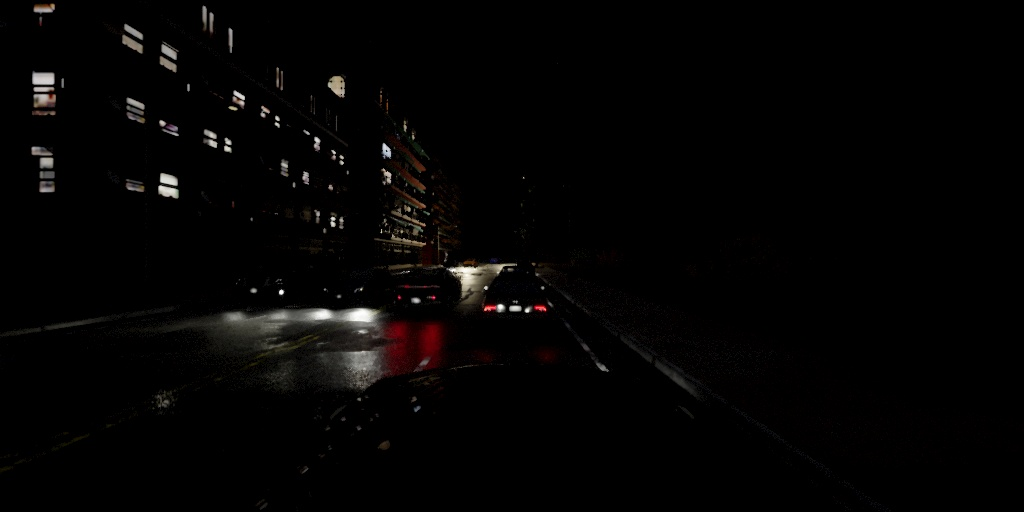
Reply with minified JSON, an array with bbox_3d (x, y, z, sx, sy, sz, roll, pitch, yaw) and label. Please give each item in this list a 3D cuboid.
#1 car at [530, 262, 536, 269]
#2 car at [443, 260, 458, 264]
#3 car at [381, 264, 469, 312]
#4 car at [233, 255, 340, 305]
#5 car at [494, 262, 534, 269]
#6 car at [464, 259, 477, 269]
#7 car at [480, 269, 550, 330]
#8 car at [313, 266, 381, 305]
[{"bbox_3d":[1.058,1.249,32.047,1.837,1.490,4.892,0,0,0],"label":"car"},{"bbox_3d":[-9.982,1.335,58.284,1.895,1.301,4.718,0,0,0],"label":"car"},{"bbox_3d":[-3.184,1.239,14.281,2.128,1.511,4.902,0,0,0],"label":"car"},{"bbox_3d":[-9.890,0.969,16.483,2.150,2.045,5.566,0,0,0],"label":"car"},{"bbox_3d":[0.046,1.294,22.273,2.033,1.411,5.357,0,0,0],"label":"car"},{"bbox_3d":[-6.731,1.211,58.351,1.882,1.535,5.008,0,0,0],"label":"car"},{"bbox_3d":[0.077,1.296,11.043,2.033,1.411,5.357,0,0,0],"label":"car"},{"bbox_3d":[-6.638,1.273,16.074,1.812,1.442,4.674,0,0,0],"label":"car"}]
